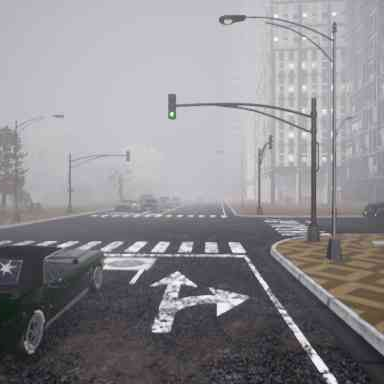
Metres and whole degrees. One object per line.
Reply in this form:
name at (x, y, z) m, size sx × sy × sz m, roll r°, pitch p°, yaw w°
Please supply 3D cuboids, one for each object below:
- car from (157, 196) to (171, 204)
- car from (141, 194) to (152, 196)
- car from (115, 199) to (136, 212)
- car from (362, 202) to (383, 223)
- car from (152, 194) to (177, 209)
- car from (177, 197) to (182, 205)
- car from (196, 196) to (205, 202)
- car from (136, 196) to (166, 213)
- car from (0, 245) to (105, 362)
car at (-5.528, 1.543, 66.030) m, size 1.882 × 1.535 × 5.008 m, roll 0°, pitch 0°, yaw 5°
car at (-6.821, 1.267, 50.662) m, size 2.150 × 2.045 × 5.566 m, roll 0°, pitch 0°, yaw 5°
car at (-7.678, 1.579, 40.060) m, size 2.033 × 1.411 × 5.357 m, roll 0°, pitch 0°, yaw 4°
car at (14.848, 1.083, 22.931) m, size 5.566 × 2.045 × 2.150 m, roll 0°, pitch 0°, yaw 5°
car at (-3.846, 1.393, 47.146) m, size 2.097 × 1.767 × 4.553 m, roll 0°, pitch 0°, yaw 5°
car at (-2.930, 1.581, 58.343) m, size 1.812 × 1.442 × 4.674 m, roll 0°, pitch 0°, yaw 5°
car at (2.072, 1.613, 79.123) m, size 1.812 × 1.442 × 4.674 m, roll 0°, pitch 0°, yaw 5°
car at (-4.580, 1.536, 38.031) m, size 1.837 × 1.490 × 4.892 m, roll 0°, pitch 0°, yaw 4°
car at (-3.036, 1.606, 5.953) m, size 1.895 × 1.301 × 4.718 m, roll 0°, pitch 0°, yaw 1°
